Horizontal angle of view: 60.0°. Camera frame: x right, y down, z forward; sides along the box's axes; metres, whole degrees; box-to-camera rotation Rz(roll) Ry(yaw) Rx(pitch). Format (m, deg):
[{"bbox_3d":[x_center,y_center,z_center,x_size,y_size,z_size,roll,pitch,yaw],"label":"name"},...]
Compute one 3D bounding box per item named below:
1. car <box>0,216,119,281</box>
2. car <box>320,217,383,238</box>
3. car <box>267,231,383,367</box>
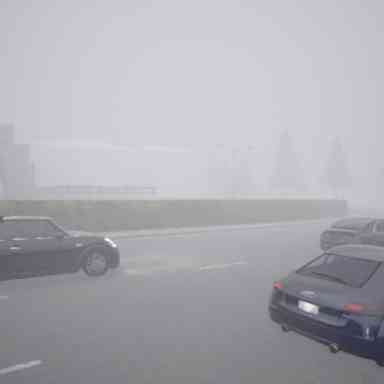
[{"bbox_3d":[-4.348,1.441,9.161,4.553,1.767,2.097,1,-1,-34],"label":"car"},{"bbox_3d":[6.834,1.698,12.537,4.892,1.490,1.837,1,-1,-34],"label":"car"},{"bbox_3d":[3.332,1.657,5.920,4.181,1.385,1.994,1,-1,-34],"label":"car"}]
